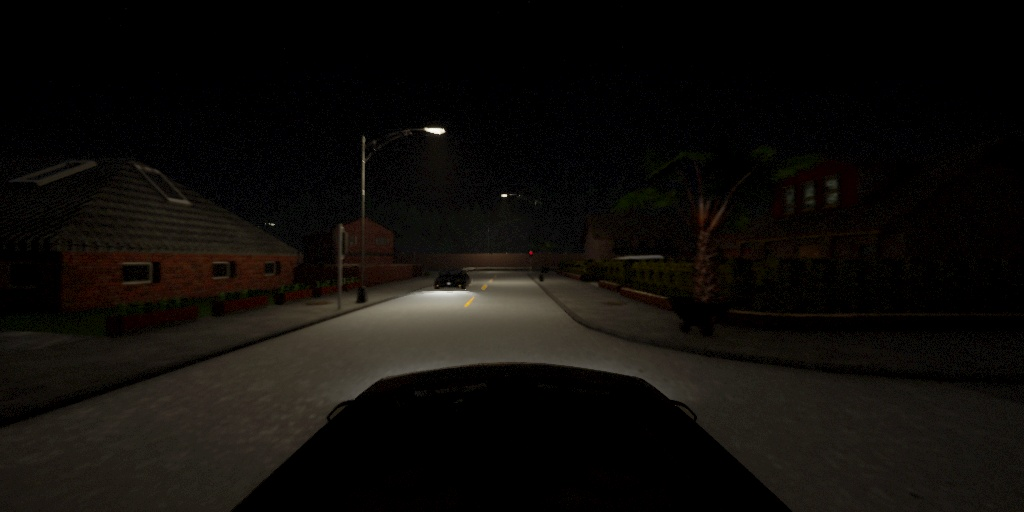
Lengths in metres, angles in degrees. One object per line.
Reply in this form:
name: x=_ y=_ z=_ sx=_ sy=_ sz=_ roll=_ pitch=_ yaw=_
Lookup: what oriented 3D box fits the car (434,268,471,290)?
car: x=-3.993 y=1.551 z=24.597 sx=1.994 sy=1.385 sz=4.181 roll=0 pitch=0 yaw=0
